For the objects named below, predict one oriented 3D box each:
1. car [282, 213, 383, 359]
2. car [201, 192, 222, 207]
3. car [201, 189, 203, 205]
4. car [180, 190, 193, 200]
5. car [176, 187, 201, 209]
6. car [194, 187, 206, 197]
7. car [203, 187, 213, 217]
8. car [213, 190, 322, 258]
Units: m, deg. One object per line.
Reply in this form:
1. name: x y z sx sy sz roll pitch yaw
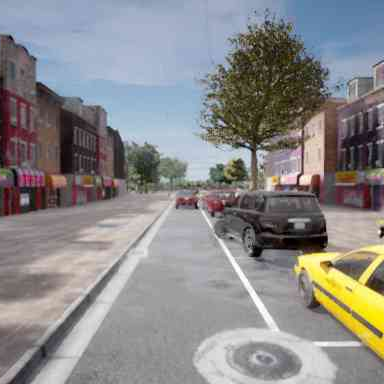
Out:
1. car: 2.945 1.355 4.486 1.801 1.575 5.366 0 1 -1
2. car: 1.996 0.754 35.275 1.887 1.381 4.507 0 1 -1
3. car: 2.097 0.774 29.729 1.967 1.590 4.097 0 1 -1
4. car: -0.818 0.459 49.709 1.994 1.385 4.181 0 1 -1
5. car: -0.508 0.620 32.564 2.097 1.767 4.553 0 1 -1
6. car: 1.489 -0.065 62.986 2.192 1.841 5.009 0 1 -1
7. car: 2.198 0.773 24.183 2.192 1.841 5.009 0 1 -1
8. car: 2.537 0.958 11.775 2.150 2.045 5.566 0 1 -9
